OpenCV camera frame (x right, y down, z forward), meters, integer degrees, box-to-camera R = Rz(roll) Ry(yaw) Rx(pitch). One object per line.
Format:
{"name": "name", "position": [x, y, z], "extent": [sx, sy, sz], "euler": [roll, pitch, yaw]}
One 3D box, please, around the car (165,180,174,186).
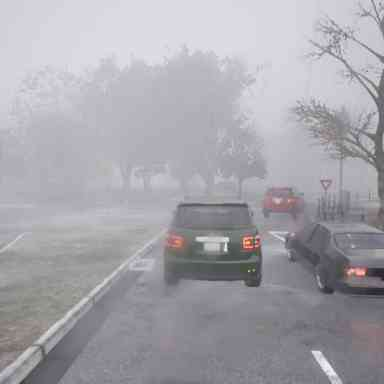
{"name": "car", "position": [-5.674, -2.326, 83.588], "extent": [1.882, 1.535, 5.008], "euler": [0, 2, -4]}

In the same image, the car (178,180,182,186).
{"name": "car", "position": [-2.530, -2.315, 84.928], "extent": [2.033, 1.411, 5.357], "euler": [0, 2, -4]}

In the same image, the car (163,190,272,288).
{"name": "car", "position": [0.571, 1.117, 9.190], "extent": [2.150, 2.045, 5.566], "euler": [0, 1, 4]}

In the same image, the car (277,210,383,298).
{"name": "car", "position": [3.785, 1.464, 8.540], "extent": [2.033, 1.411, 5.357], "euler": [0, 1, 4]}

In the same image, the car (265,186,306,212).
{"name": "car", "position": [6.516, 0.605, 23.266], "extent": [2.150, 2.045, 5.566], "euler": [1, 3, 25]}

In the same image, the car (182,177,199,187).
{"name": "car", "position": [0.009, -2.074, 69.437], "extent": [2.150, 2.045, 5.566], "euler": [-1, 3, -12]}

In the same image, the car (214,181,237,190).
{"name": "car", "position": [5.139, -1.113, 54.832], "extent": [2.097, 1.767, 4.553], "euler": [-3, 5, -42]}
